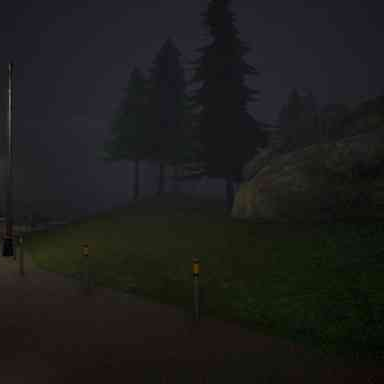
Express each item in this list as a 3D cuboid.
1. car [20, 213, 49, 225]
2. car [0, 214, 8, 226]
[{"bbox_3d":[-20.759,3.563,44.133,2.128,1.511,4.902,1,-4,3],"label":"car"},{"bbox_3d":[-20.216,2.959,34.202,1.812,1.442,4.674,1,-4,-7],"label":"car"}]
